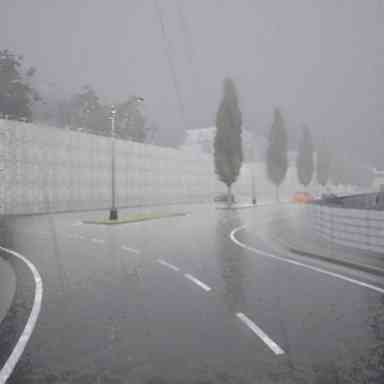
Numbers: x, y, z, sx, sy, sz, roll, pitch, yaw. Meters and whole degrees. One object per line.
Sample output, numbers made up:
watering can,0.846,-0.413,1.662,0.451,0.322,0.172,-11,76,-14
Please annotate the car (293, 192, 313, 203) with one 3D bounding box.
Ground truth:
car,16.978,0.772,50.700,2.097,1.767,4.553,0,0,34

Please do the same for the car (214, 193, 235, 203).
car,5.304,1.000,53.982,2.128,1.511,4.902,0,0,34

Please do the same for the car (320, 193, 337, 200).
car,20.407,0.905,49.541,1.837,1.490,4.892,0,1,34
